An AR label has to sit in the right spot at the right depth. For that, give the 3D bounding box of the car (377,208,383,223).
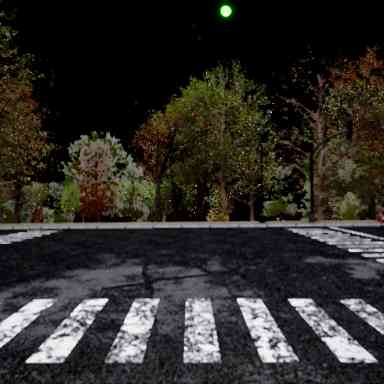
[{"bbox_3d":[14.686,1.265,20.702,5.566,2.045,2.150,-1,-1,1],"label":"car"}]
